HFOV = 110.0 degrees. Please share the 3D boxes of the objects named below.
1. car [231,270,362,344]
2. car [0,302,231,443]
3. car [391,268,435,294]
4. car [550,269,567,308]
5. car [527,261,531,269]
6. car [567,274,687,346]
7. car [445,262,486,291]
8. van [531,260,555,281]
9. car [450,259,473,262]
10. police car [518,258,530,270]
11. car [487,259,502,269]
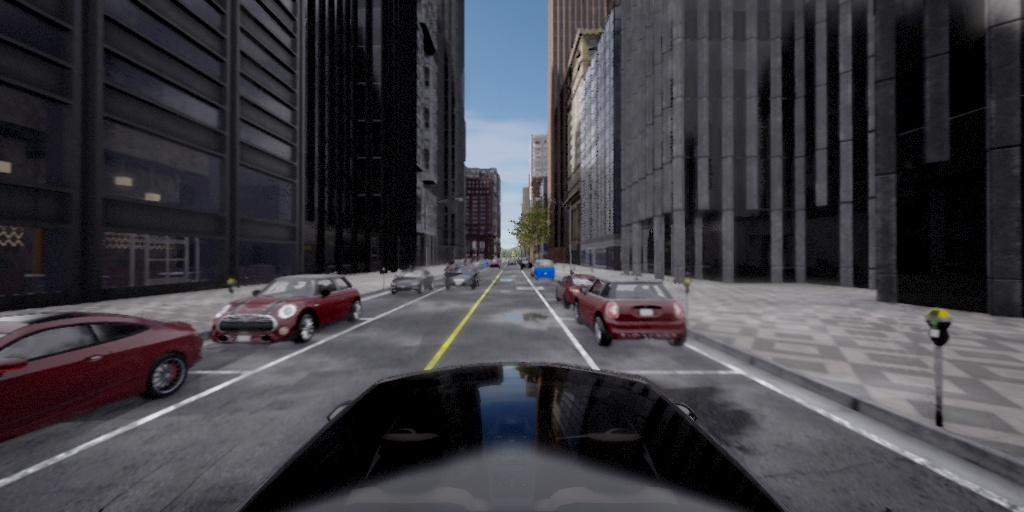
[{"bbox_3d":[-5.669,1.232,9.575,1.967,1.591,4.097,0,0,0],"label":"car"},{"bbox_3d":[-5.669,1.344,3.935,1.802,1.307,4.207,0,0,0],"label":"car"},{"bbox_3d":[-5.671,1.402,20.853,2.007,1.370,4.403,0,0,0],"label":"car"},{"bbox_3d":[2.856,1.405,15.193,1.802,1.307,4.207,0,0,0],"label":"car"},{"bbox_3d":[2.853,1.451,37.925,1.751,1.417,4.829,0,0,0],"label":"car"},{"bbox_3d":[2.856,1.233,9.551,1.967,1.591,4.097,0,0,0],"label":"car"},{"bbox_3d":[-3.103,1.355,23.344,2.128,1.511,4.902,0,0,0],"label":"car"},{"bbox_3d":[2.853,1.245,32.113,1.690,1.789,3.998,0,0,0],"label":"van"},{"bbox_3d":[-5.673,1.240,37.773,2.192,1.841,5.009,0,0,0],"label":"car"},{"bbox_3d":[2.358,1.422,59.008,1.930,1.638,5.238,0,0,0],"label":"police car"},{"bbox_3d":[-3.025,1.621,64.706,1.895,1.301,4.718,0,0,0],"label":"car"}]
